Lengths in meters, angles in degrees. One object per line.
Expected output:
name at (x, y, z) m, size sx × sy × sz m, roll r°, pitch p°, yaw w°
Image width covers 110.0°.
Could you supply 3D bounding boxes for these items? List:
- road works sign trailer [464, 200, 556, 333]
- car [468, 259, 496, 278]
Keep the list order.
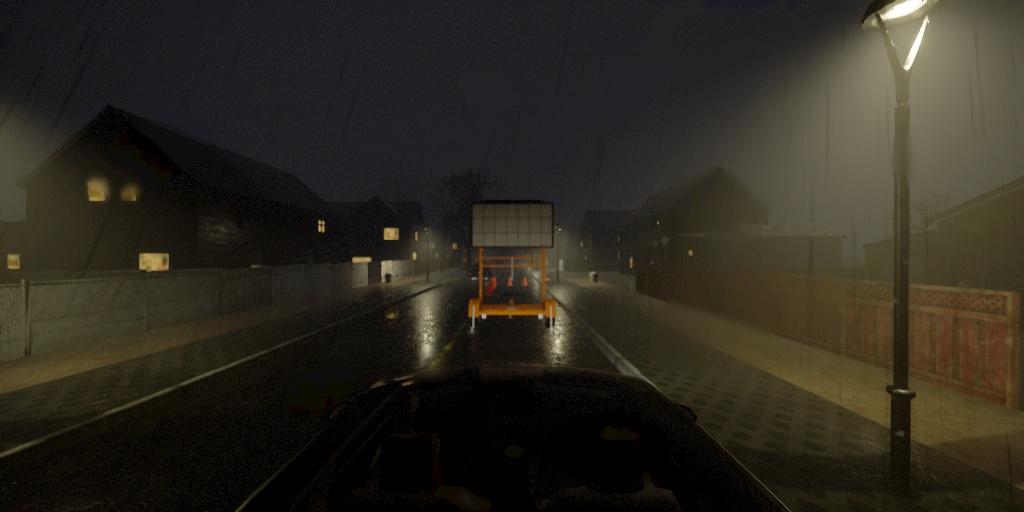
road works sign trailer at (0.010, 0.169, 10.548) m, size 2.380 × 3.560 × 2.880 m, roll 0°, pitch 0°, yaw 0°
car at (-2.818, 1.217, 32.498) m, size 1.994 × 1.385 × 4.181 m, roll 0°, pitch 0°, yaw 0°
